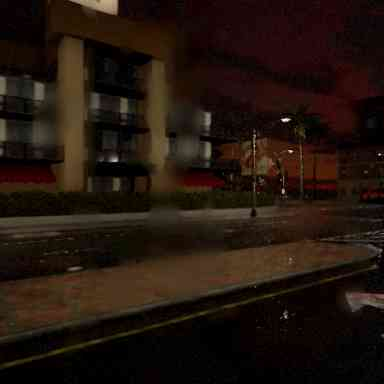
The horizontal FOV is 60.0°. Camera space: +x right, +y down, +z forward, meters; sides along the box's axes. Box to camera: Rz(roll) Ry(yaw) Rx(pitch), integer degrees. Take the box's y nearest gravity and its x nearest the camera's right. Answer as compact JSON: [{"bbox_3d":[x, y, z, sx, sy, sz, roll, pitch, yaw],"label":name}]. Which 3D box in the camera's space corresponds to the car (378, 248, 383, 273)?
[{"bbox_3d":[7.056,1.554,8.876,5.357,1.411,2.033,0,0,-35],"label":"car"}]
